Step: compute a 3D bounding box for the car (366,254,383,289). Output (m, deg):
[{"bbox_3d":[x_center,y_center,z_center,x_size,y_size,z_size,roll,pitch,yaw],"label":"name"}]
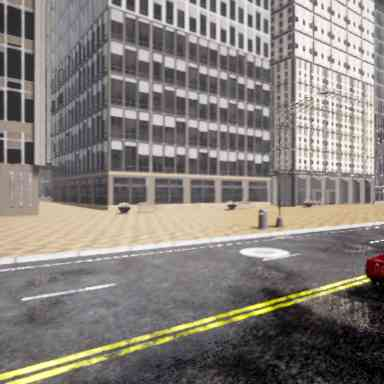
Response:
[{"bbox_3d":[6.164,1.659,7.837,4.718,1.301,1.895,0,0,-36],"label":"car"}]
